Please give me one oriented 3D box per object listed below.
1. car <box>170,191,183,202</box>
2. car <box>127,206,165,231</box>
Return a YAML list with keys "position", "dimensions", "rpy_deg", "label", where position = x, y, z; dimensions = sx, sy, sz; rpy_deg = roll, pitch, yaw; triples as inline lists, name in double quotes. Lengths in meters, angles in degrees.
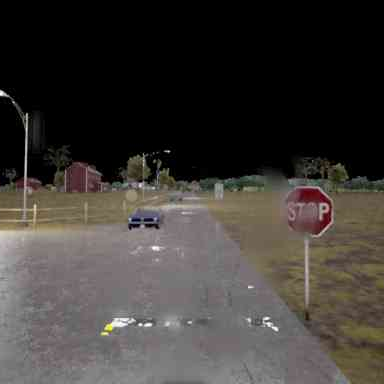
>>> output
- position: [-2.849, 0.852, 62.749]
  dimensions: [2.150, 2.045, 5.566]
  rpy_deg: [0, 3, 0]
  label: "car"
- position: [-2.753, 1.587, 20.695]
  dimensions: [1.895, 1.301, 4.718]
  rpy_deg: [0, 0, 0]
  label: "car"
